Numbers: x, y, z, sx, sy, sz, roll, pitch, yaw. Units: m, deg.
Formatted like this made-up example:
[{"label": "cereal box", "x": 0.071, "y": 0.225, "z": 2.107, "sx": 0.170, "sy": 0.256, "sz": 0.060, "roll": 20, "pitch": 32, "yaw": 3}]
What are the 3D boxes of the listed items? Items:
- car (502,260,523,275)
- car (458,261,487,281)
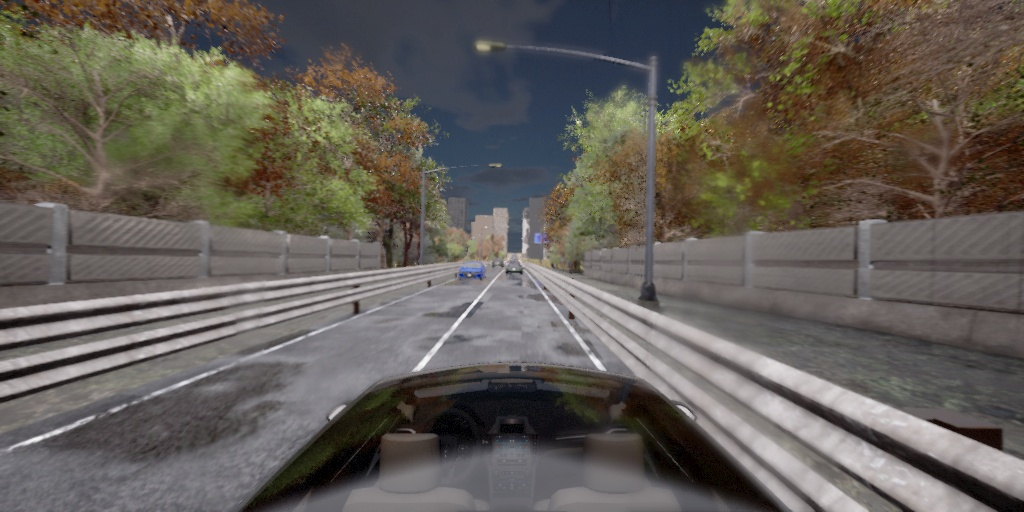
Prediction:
[{"label": "car", "x": 0.251, "y": 1.395, "z": 41.318, "sx": 1.994, "sy": 1.385, "sz": 4.181, "roll": 1, "pitch": 0, "yaw": 0}, {"label": "car", "x": -3.168, "y": 1.177, "z": 29.473, "sx": 1.882, "sy": 1.535, "sz": 5.008, "roll": 1, "pitch": 0, "yaw": 1}]
